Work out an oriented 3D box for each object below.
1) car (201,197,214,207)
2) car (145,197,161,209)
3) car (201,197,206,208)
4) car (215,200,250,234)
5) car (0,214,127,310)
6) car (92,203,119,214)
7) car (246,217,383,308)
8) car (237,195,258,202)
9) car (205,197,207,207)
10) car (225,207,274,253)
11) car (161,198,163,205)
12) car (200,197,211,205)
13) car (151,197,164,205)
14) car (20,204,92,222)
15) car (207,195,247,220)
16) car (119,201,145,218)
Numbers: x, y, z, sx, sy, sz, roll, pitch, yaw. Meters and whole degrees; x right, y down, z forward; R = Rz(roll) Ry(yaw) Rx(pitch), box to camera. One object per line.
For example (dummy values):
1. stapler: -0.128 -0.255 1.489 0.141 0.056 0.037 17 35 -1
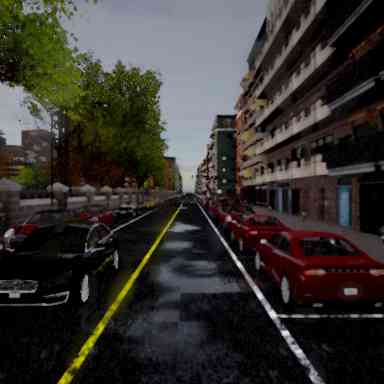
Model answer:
1. car: 2.435 1.576 52.868 1.947 1.339 4.313 0 0 0
2. car: -5.917 1.545 47.026 1.752 1.417 4.829 0 0 0
3. car: 2.462 1.446 47.238 1.967 1.590 4.097 0 0 0
4. car: 2.602 1.436 19.087 1.967 1.590 4.097 0 0 0
5. car: -3.035 1.509 8.073 1.837 1.490 4.892 0 0 -1
6. car: -5.778 1.450 19.044 1.967 1.590 4.097 0 0 0
7. car: 2.659 1.540 7.827 1.887 1.381 4.507 0 0 0
8. car: 14.199 1.616 85.550 5.009 1.841 2.192 1 -1 0
9. car: 2.546 1.438 30.348 1.967 1.590 4.097 0 0 0
10. car: 2.630 1.540 13.458 1.887 1.381 4.507 0 0 0
11. car: -5.945 1.574 52.826 2.008 1.369 4.403 0 0 0
12. car: 2.405 1.541 58.670 1.752 1.417 4.829 0 0 0
13. car: -5.973 1.554 58.287 1.752 1.417 4.829 0 0 0
14. car: -5.750 1.449 13.416 1.967 1.590 4.097 0 0 0
15. car: 2.573 1.312 24.717 2.192 1.841 5.009 0 0 0
16. car: -5.833 1.562 30.305 2.008 1.369 4.403 0 0 0
